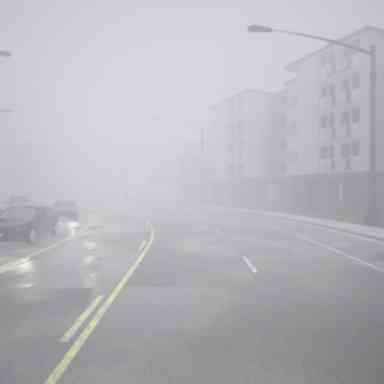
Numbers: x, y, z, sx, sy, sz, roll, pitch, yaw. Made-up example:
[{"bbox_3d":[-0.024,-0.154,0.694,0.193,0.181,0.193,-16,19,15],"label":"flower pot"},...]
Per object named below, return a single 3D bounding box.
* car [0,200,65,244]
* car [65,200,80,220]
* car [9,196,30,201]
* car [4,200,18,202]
[{"bbox_3d":[-7.518,1.339,15.018,1.882,1.535,5.008,0,1,-6],"label":"car"},{"bbox_3d":[-9.551,1.313,25.110,2.033,1.411,5.357,0,1,-19],"label":"car"},{"bbox_3d":[-14.145,1.100,27.209,2.097,1.767,4.553,0,1,-25],"label":"car"},{"bbox_3d":[-11.188,1.389,17.356,2.033,1.411,5.357,0,1,-9],"label":"car"}]
